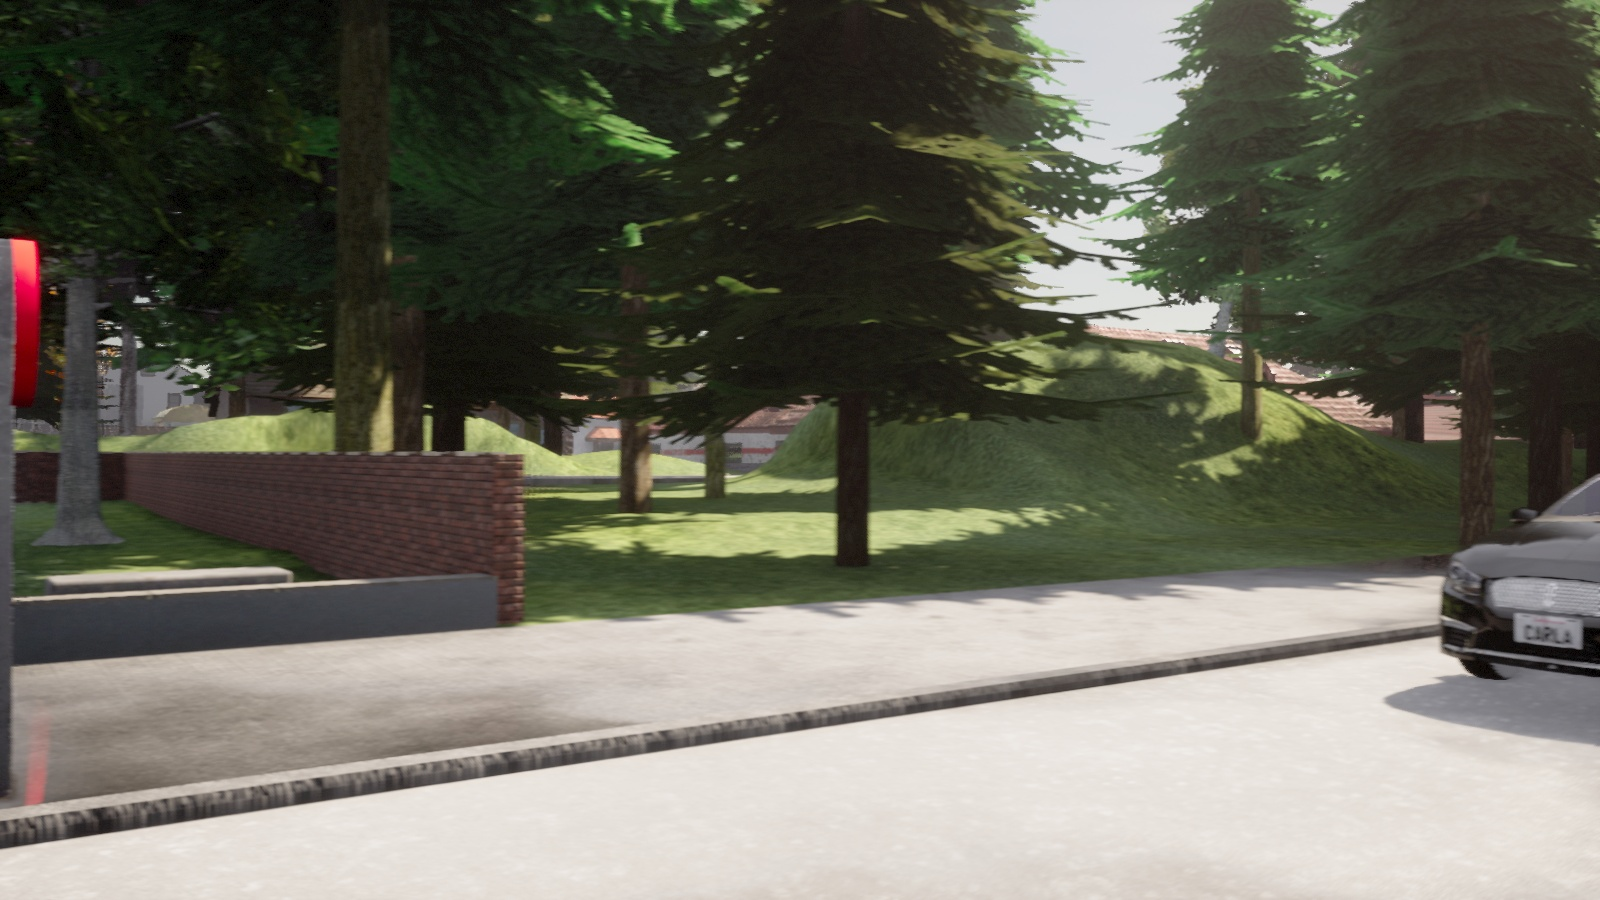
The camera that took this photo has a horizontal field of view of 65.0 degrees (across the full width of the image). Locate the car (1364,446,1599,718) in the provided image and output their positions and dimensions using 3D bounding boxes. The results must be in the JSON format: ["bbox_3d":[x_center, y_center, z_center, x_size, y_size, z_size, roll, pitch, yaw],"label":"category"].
[{"bbox_3d":[6.263,0.741,8.634,4.902,1.511,2.128,0,0,-35],"label":"car"}]
